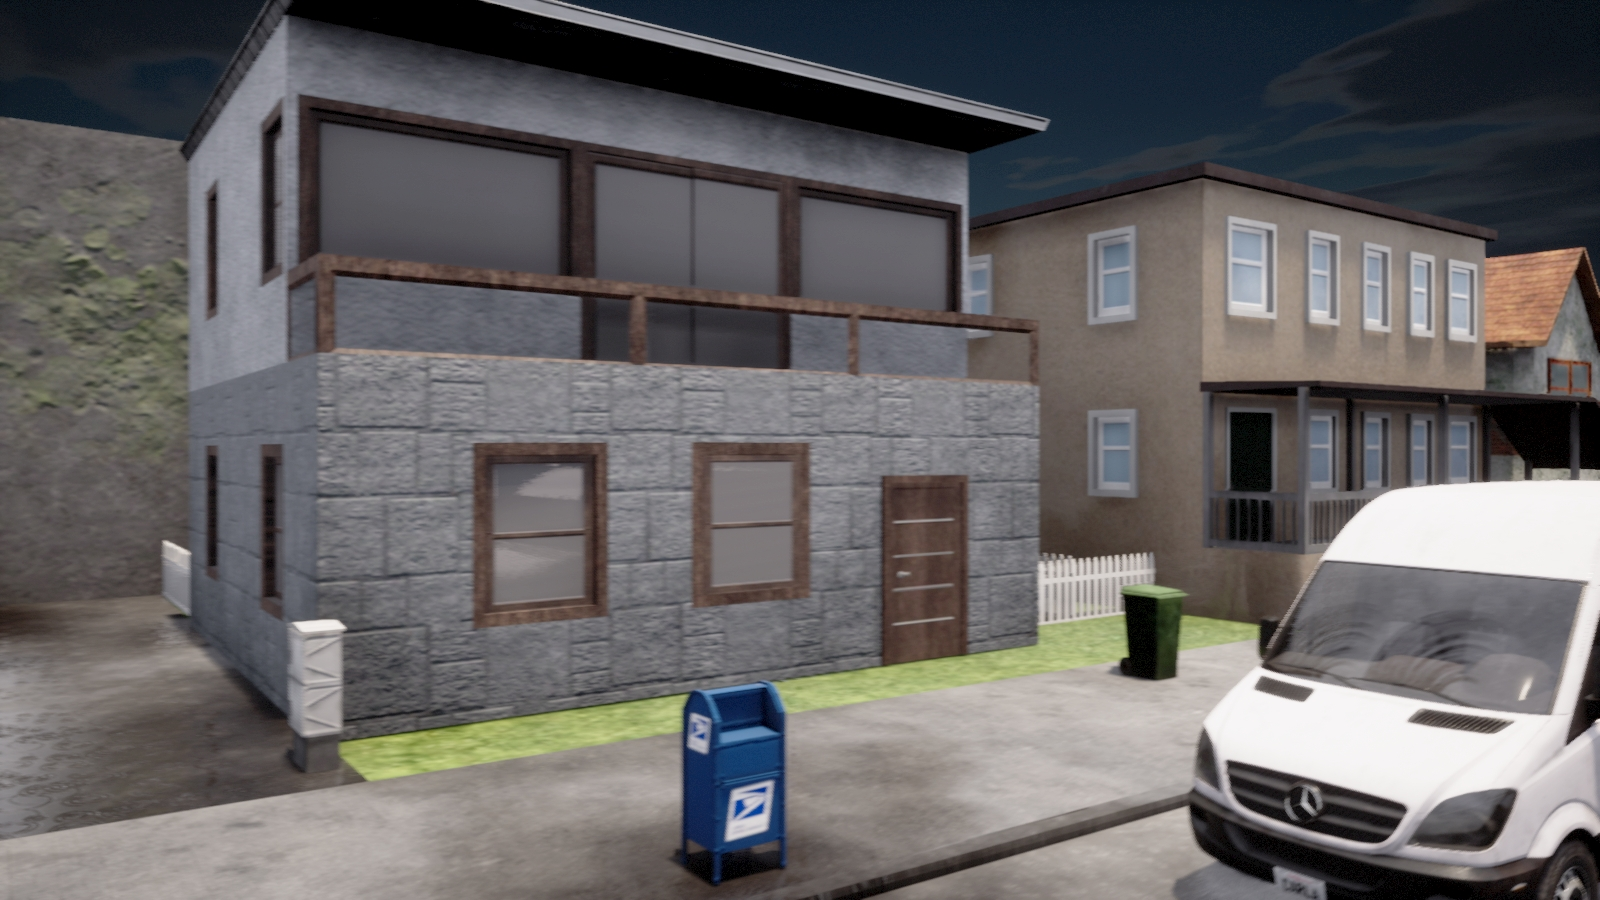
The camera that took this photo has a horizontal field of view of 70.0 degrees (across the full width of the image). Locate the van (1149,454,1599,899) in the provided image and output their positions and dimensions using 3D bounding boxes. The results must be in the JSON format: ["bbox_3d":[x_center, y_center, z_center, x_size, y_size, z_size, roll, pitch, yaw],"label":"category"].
[{"bbox_3d":[5.163,1.316,8.008,5.915,2.561,1.988,0,0,-35],"label":"van"}]
